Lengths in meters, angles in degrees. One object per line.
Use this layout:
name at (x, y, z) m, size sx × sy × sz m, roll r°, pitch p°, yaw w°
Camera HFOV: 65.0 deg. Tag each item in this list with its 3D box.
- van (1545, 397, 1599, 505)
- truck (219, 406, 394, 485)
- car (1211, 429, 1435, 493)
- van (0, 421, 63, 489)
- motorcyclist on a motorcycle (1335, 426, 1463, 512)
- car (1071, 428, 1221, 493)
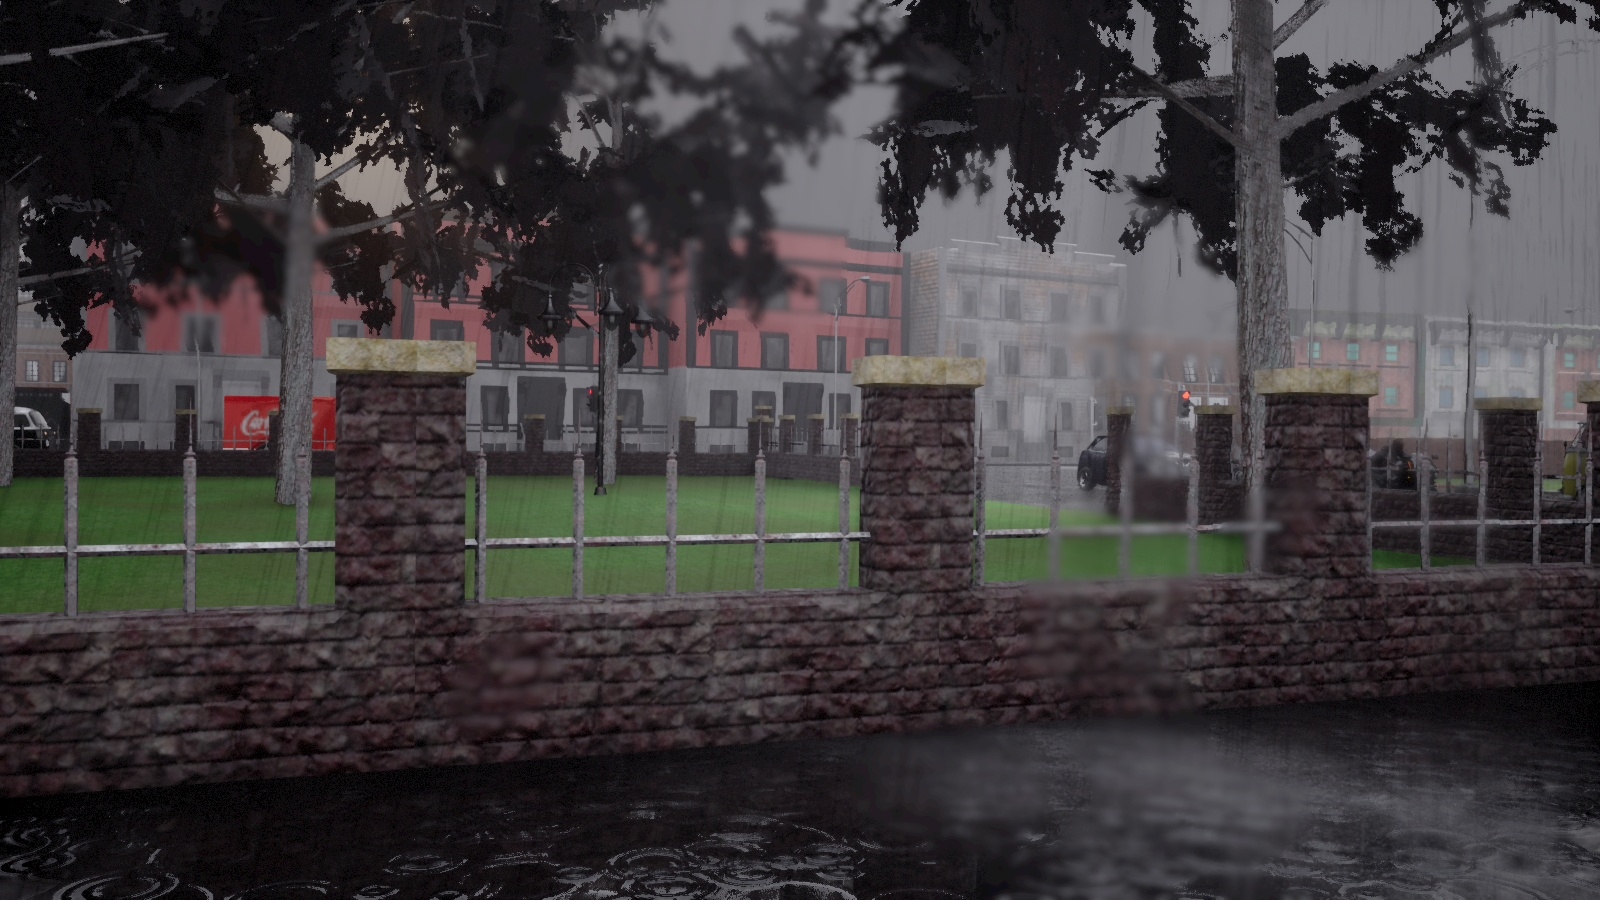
van at (15.776, 0.018, 22.248) m, size 1.775 × 1.987 × 4.442 m, roll -1°, pitch 1°, yaw -15°
truck at (-16.271, -0.193, 41.748) m, size 5.204 × 2.467 × 2.627 m, roll -1°, pitch 1°, yaw -18°
car at (12.652, 0.207, 30.856) m, size 2.033 × 1.411 × 5.357 m, roll -1°, pitch 1°, yaw -19°
van at (-25.456, 0.169, 38.585) m, size 4.480 × 2.038 × 2.069 m, roll -1°, pitch 1°, yaw -19°
motorcyclist on a motorcycle at (11.227, 0.327, 23.635) m, size 0.866 × 1.530 × 2.191 m, roll -1°, pitch 1°, yaw -21°
car at (8.567, 0.207, 31.410) m, size 1.845 × 1.501 × 3.633 m, roll -1°, pitch 1°, yaw -20°
